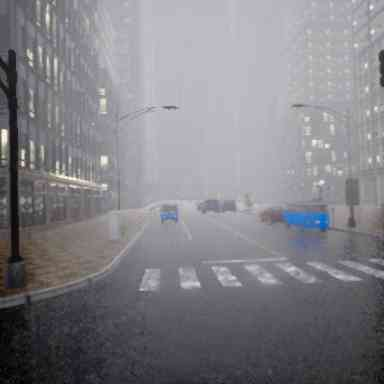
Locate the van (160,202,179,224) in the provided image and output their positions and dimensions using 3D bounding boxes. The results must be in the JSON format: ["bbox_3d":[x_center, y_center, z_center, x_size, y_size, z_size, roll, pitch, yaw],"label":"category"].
[{"bbox_3d":[-2.098,1.986,31.458,1.690,1.788,3.998,-1,-1,-4],"label":"van"}]

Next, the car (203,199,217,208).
[{"bbox_3d":[3.756,2.481,70.692,2.192,1.841,5.009,-1,-1,-4],"label":"car"}]

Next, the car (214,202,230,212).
[{"bbox_3d":[4.835,2.387,54.107,1.887,1.381,4.507,-1,-1,-4],"label":"car"}]

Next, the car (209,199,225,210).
[{"bbox_3d":[4.471,2.266,59.639,2.192,1.841,5.009,-1,-1,-4],"label":"car"}]

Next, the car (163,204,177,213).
[{"bbox_3d":[-3.524,2.628,53.560,2.008,1.369,4.403,-1,-1,-4],"label":"car"}]

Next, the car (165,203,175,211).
[{"bbox_3d":[-4.239,2.875,64.614,1.802,1.307,4.206,-1,-1,-4],"label":"car"}]

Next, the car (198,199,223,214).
[{"bbox_3d":[2.588,2.013,47.476,2.150,2.045,5.566,-2,-1,-3],"label":"car"}]

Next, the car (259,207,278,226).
[{"bbox_3d":[6.648,1.845,26.479,1.887,1.381,4.507,-1,-1,-4],"label":"car"}]

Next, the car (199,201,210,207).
[{"bbox_3d":[3.045,2.932,81.741,2.008,1.369,4.403,-1,-1,-4],"label":"car"}]

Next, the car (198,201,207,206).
[{"bbox_3d":[2.676,3.017,87.438,1.752,1.417,4.829,-1,-1,-4],"label":"car"}]

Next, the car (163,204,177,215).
[{"bbox_3d":[-3.166,2.536,48.034,1.947,1.339,4.313,-1,-1,-4],"label":"car"}]

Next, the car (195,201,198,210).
[{"bbox_3d":[1.892,2.472,57.851,1.882,1.535,5.008,-2,-1,-4],"label":"car"}]

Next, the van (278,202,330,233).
[{"bbox_3d":[7.091,1.530,20.963,1.690,1.788,3.998,-1,-1,-4],"label":"van"}]

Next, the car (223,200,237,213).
[{"bbox_3d":[5.187,2.050,48.585,2.192,1.841,5.009,-1,-1,-4],"label":"car"}]

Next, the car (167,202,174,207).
[{"bbox_3d":[-5.671,3.306,86.721,1.802,1.307,4.206,-1,-1,-4],"label":"car"}]
